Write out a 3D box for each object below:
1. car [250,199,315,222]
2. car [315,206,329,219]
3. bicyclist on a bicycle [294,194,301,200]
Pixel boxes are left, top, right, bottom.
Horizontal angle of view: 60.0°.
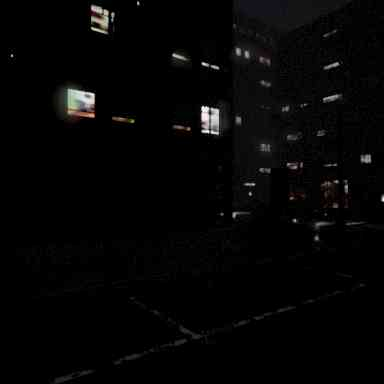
[{"bbox_3d":[6.206,1.341,24.168,2.008,1.369,4.403,1,0,-36],"label":"car"},{"bbox_3d":[8.222,1.317,25.813,1.812,1.442,4.674,0,1,-37],"label":"car"},{"bbox_3d":[11.451,1.010,36.190,1.656,1.620,0.582,0,1,-36],"label":"bicyclist on a bicycle"}]
